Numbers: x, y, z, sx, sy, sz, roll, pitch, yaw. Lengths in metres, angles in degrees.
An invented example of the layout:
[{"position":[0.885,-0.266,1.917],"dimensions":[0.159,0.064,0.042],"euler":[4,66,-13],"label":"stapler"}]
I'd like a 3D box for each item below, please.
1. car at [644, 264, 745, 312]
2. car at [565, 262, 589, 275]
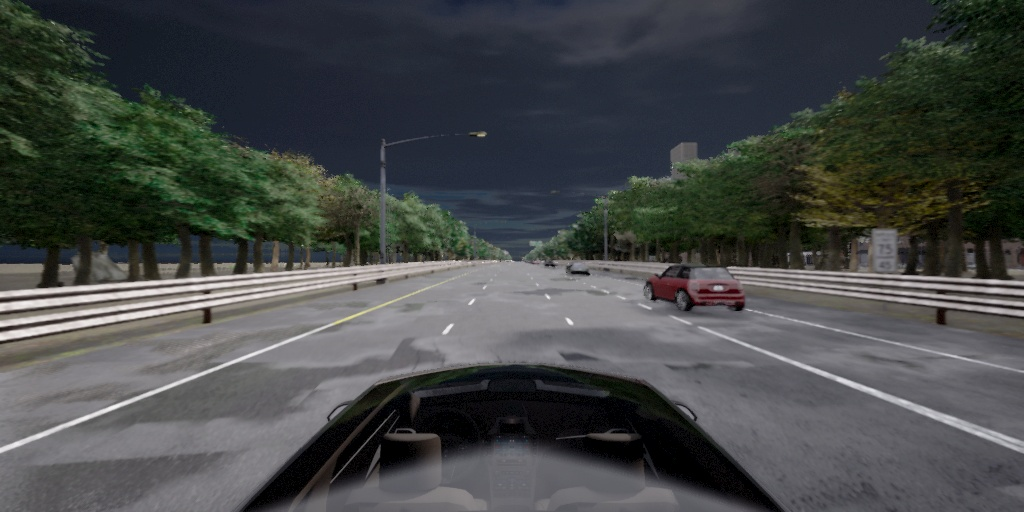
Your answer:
[{"position":[7.017,1.101,14.326],"dimensions":[2.097,1.767,4.553],"euler":[0,0,0],"label":"car"},{"position":[7.008,1.343,38.901],"dimensions":[1.994,1.385,4.181],"euler":[0,0,0],"label":"car"}]
